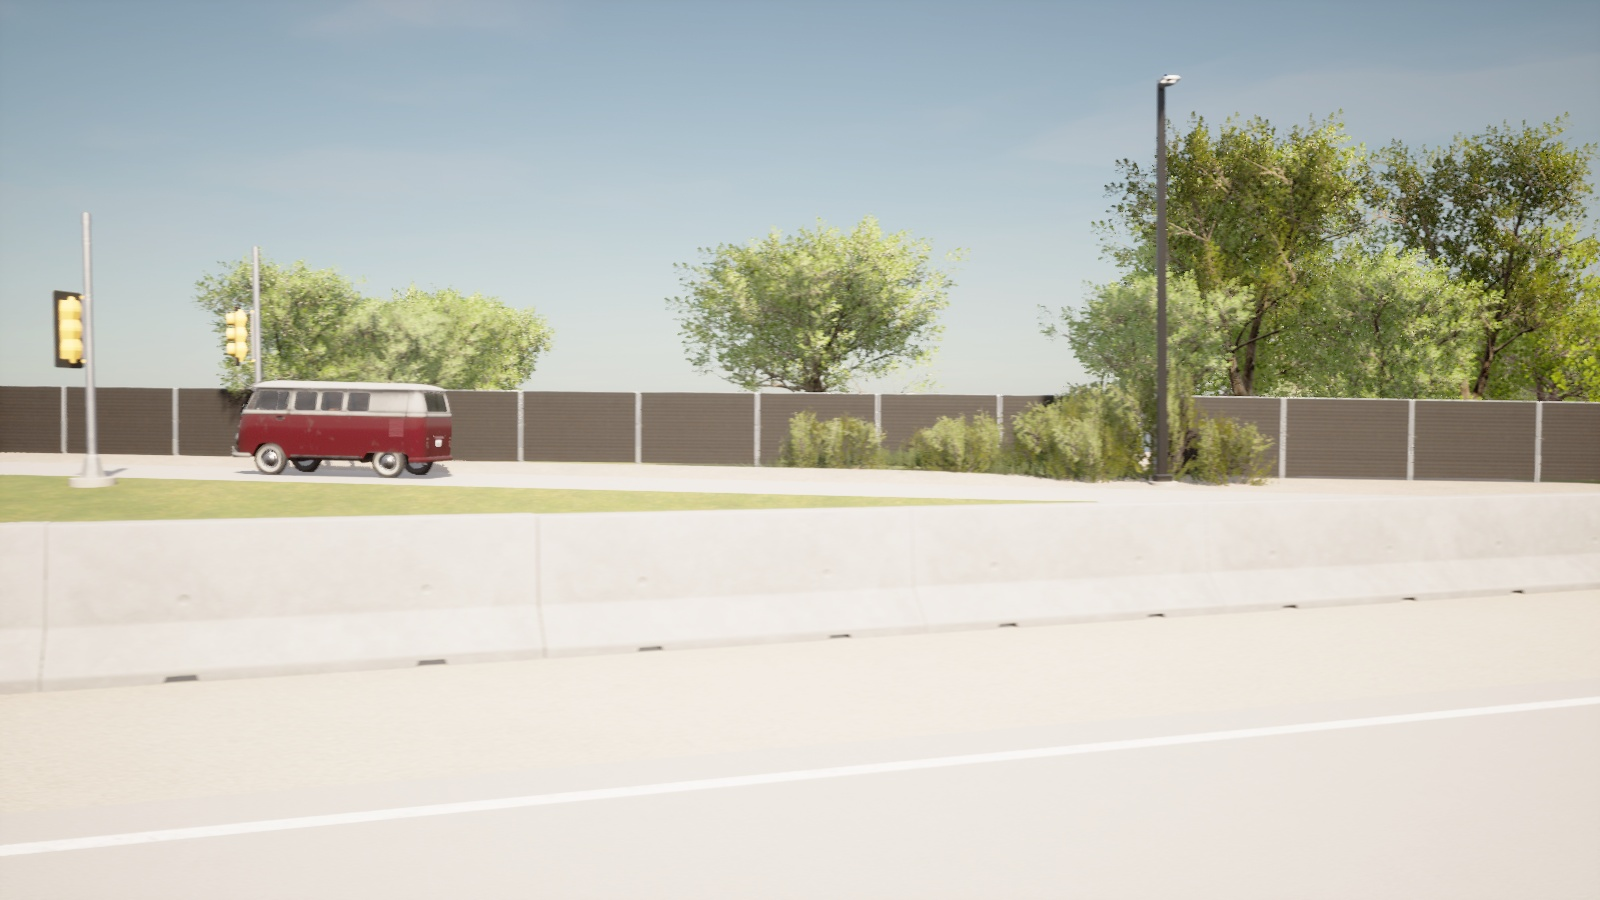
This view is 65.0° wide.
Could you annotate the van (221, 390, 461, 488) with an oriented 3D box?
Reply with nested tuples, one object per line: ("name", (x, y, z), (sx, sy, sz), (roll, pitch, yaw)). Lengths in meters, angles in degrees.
("van", (-9.675, -0.245, 26.646), (4.442, 1.987, 1.775), (0, 2, 6))
